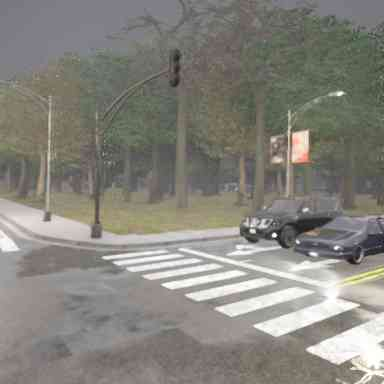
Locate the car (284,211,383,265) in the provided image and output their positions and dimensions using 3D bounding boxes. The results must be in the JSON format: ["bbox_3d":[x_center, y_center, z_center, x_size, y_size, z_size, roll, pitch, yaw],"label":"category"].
[{"bbox_3d":[5.963,1.553,11.931,5.357,1.411,2.033,0,0,-36],"label":"car"}]

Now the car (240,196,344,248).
[{"bbox_3d":[4.700,1.228,15.017,5.566,2.045,2.150,0,0,-35],"label":"car"}]
